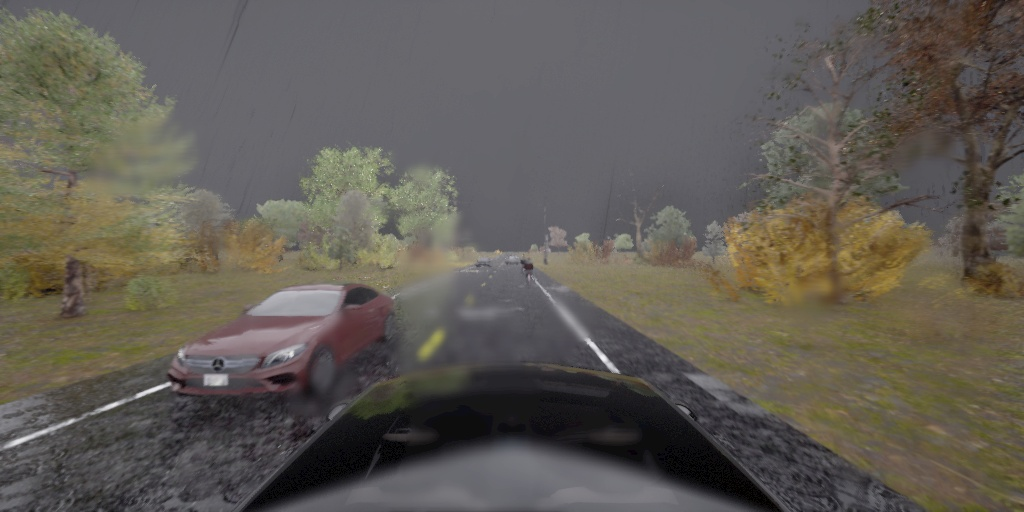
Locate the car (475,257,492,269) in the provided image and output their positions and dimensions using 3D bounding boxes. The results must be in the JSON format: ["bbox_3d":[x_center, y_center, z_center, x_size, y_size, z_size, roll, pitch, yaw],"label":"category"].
[{"bbox_3d":[-3.585,0.844,46.258,2.033,1.411,5.357,0,1,1],"label":"car"}]

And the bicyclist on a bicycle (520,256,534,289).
[{"bbox_3d":[0.953,0.935,20.283,0.659,1.776,1.843,0,1,0],"label":"bicyclist on a bicycle"}]

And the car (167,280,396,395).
[{"bbox_3d":[-3.598,1.226,6.685,1.812,1.442,4.674,0,1,0],"label":"car"}]

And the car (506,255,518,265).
[{"bbox_3d":[0.024,0.717,59.997,1.994,1.385,4.181,0,1,0],"label":"car"}]
